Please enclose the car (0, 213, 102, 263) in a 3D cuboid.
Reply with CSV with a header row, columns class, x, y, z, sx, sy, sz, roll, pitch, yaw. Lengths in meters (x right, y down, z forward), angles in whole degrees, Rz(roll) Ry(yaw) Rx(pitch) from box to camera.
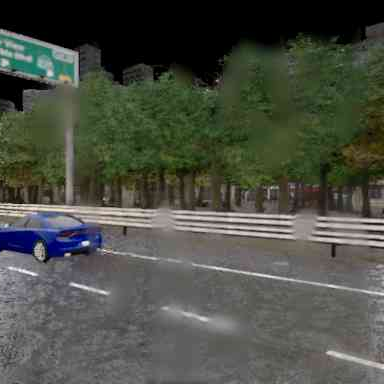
class,x,y,z,sx,sy,sz,roll,pitch,yaw
car,-5.392,1.495,12.025,5.008,1.535,1.882,0,0,36
